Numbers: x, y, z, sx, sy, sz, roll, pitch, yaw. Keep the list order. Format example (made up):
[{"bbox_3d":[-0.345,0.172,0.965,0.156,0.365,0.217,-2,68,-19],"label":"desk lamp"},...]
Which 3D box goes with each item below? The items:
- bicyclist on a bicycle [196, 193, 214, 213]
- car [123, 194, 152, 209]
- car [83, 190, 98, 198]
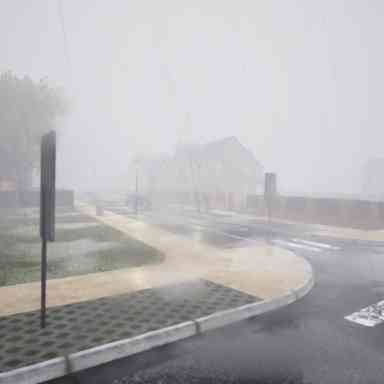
[{"bbox_3d":[1.054,0.901,26.766,1.656,1.620,0.582,1,1,-26],"label":"bicyclist on a bicycle"},{"bbox_3d":[-5.422,0.892,33.282,1.812,1.442,4.674,1,1,-26],"label":"car"},{"bbox_3d":[-17.801,0.315,58.298,1.994,1.385,4.181,1,1,-26],"label":"car"}]
